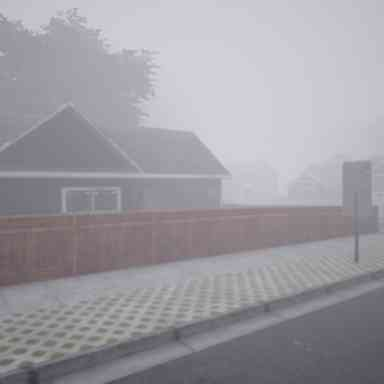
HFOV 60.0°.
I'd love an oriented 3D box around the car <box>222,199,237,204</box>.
[{"bbox_3d":[3.817,1.548,36.181,2.097,1.767,4.553,-1,0,-36],"label":"car"}]
